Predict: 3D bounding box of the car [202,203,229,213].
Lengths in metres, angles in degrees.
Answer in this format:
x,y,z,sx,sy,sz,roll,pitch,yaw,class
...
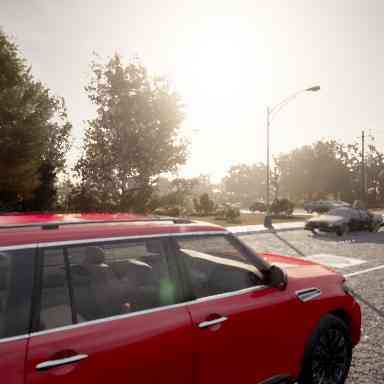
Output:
x,y,z,sx,sy,sz,roll,pitch,yaw,class
3.764,2.582,53.897,1.837,1.490,4.892,0,-3,-32,car

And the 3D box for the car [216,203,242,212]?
x,y,z,sx,sy,sz,roll,pitch,yaw,class
6.216,2.643,56.581,1.837,1.490,4.892,0,-3,-32,car

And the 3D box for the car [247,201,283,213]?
x,y,z,sx,sy,sz,roll,pitch,yaw,class
9.671,2.028,44.421,1.837,1.490,4.892,0,-3,-32,car

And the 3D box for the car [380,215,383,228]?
x,y,z,sx,sy,sz,roll,pitch,yaw,class
8.569,1.584,18.472,5.357,1.411,2.033,0,0,-34,car

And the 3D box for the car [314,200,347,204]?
x,y,z,sx,sy,sz,roll,pitch,yaw,class
14.633,1.708,36.485,2.128,1.511,4.902,0,-1,-32,car

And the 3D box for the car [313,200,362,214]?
x,y,z,sx,sy,sz,roll,pitch,yaw,class
17.015,1.745,39.253,2.128,1.511,4.902,0,-2,-33,car

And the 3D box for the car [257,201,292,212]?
x,y,z,sx,sy,sz,roll,pitch,yaw,class
11.716,2.117,47.760,1.837,1.490,4.892,0,-3,-32,car

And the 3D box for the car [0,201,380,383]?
x,y,z,sx,sy,sz,roll,pitch,yaw,class
-0.540,1.222,3.369,5.566,2.045,2.150,0,0,-37,car
